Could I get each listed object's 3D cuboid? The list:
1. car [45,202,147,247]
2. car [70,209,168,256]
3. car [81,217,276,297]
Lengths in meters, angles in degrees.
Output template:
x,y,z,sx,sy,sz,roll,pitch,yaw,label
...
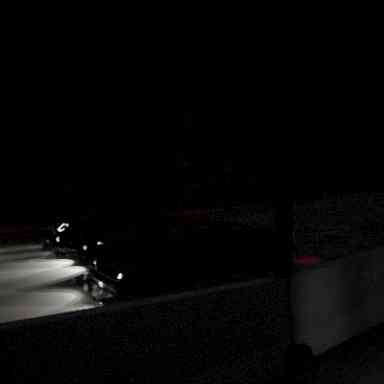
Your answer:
x,y,z,sx,sy,sz,roll,pitch,yaw,label
-3.765,1.266,14.195,4.553,1.767,2.097,-2,1,-35,car
-1.666,1.476,11.393,4.181,1.385,1.994,-2,1,-35,car
0.263,1.463,8.471,5.357,1.411,2.033,-2,1,-35,car
